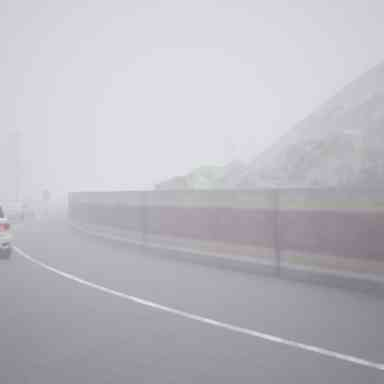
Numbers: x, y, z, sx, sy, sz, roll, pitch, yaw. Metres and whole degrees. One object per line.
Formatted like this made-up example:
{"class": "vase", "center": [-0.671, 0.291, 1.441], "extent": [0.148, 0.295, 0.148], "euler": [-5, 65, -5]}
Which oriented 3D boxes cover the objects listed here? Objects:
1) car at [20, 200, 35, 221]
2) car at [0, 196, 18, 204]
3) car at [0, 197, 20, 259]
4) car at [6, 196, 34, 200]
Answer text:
{"class": "car", "center": [-14.997, 1.706, 28.548], "extent": [1.812, 1.442, 4.674], "euler": [-1, 0, -10]}
{"class": "car", "center": [-38.590, 1.678, 68.278], "extent": [1.837, 1.490, 4.892], "euler": [0, 1, 28]}
{"class": "car", "center": [-8.149, 1.309, 12.198], "extent": [2.150, 2.045, 5.566], "euler": [0, 0, -38]}
{"class": "car", "center": [-32.772, 1.665, 64.343], "extent": [1.812, 1.442, 4.674], "euler": [0, 1, 28]}
